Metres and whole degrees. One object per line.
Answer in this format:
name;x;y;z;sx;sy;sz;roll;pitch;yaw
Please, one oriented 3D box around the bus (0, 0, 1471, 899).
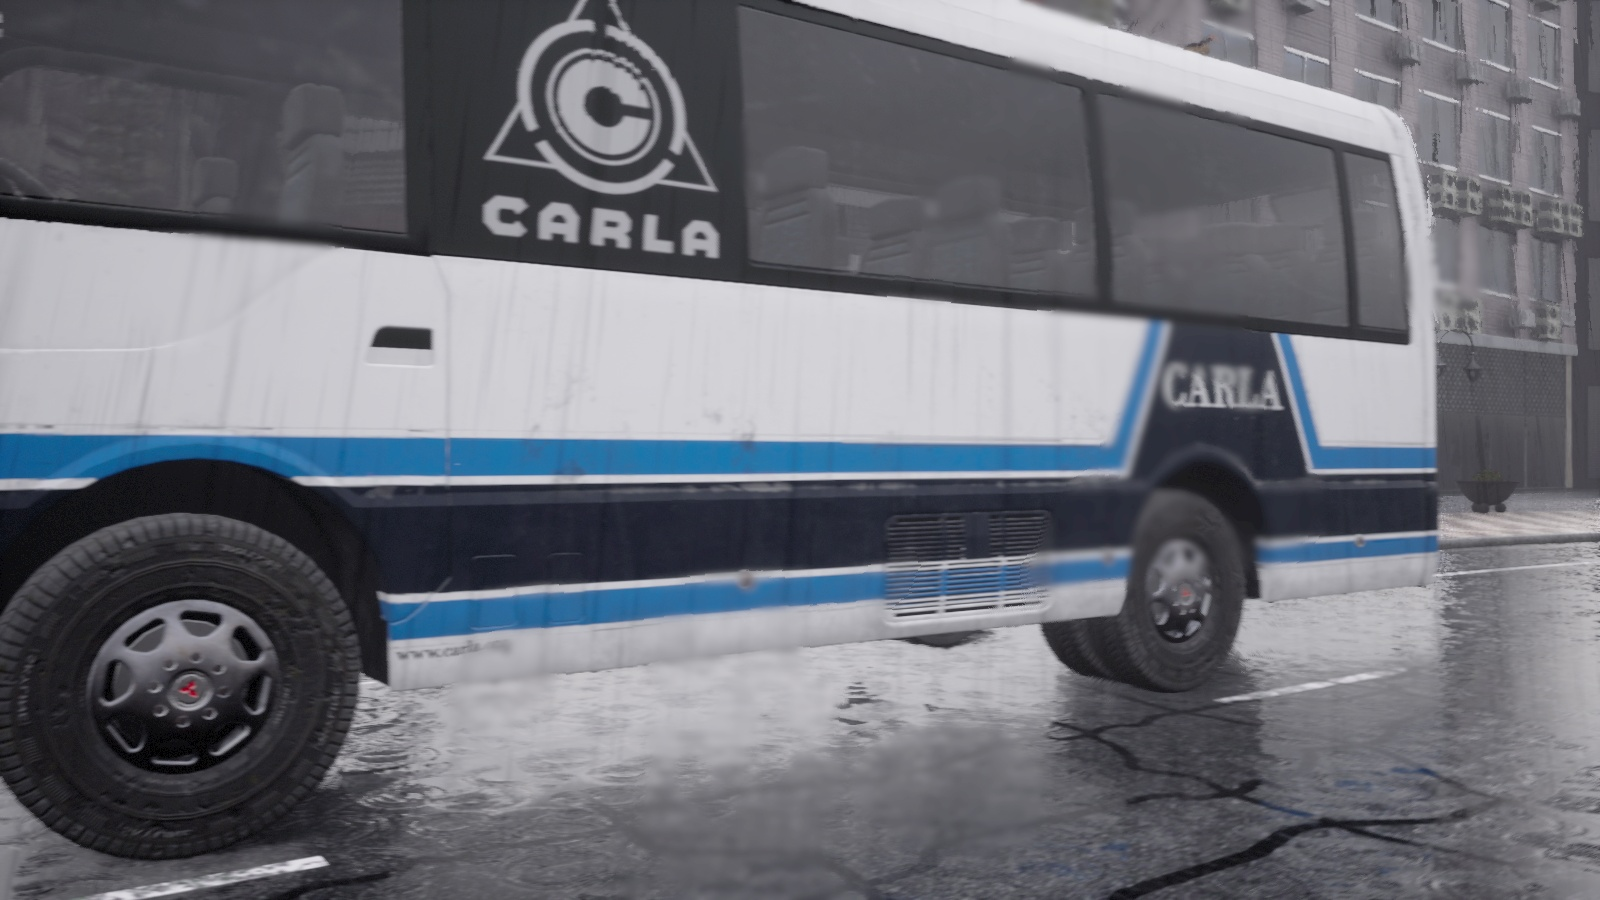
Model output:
bus;-0.660;-0.612;7.467;10.273;4.253;3.944;0;0;-35
